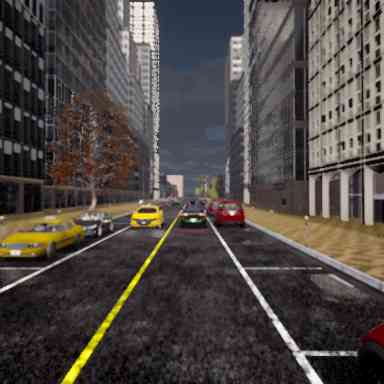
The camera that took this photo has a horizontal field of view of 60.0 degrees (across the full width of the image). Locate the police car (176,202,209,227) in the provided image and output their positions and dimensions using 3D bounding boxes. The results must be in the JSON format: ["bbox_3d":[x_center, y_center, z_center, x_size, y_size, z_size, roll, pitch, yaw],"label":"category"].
[{"bbox_3d":[0.101,1.759,24.982,2.038,1.542,4.974,0,-1,0],"label":"police car"}]

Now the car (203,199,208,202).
[{"bbox_3d":[2.698,1.682,36.063,2.192,1.841,5.009,0,-1,0],"label":"car"}]

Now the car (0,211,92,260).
[{"bbox_3d":[-5.687,1.661,13.134,1.752,1.417,4.829,0,-1,0],"label":"car"}]

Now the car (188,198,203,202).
[{"bbox_3d":[0.105,1.849,41.427,2.033,1.649,4.856,0,-1,0],"label":"car"}]

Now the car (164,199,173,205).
[{"bbox_3d":[-5.679,2.339,81.609,1.887,1.381,4.507,0,-1,0],"label":"car"}]

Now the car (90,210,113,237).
[{"bbox_3d":[-5.686,1.746,18.997,2.008,1.369,4.403,0,-1,0],"label":"car"}]

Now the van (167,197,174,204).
[{"bbox_3d":[-5.677,2.188,87.304,1.690,1.788,3.998,0,-1,0],"label":"van"}]

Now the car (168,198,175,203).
[{"bbox_3d":[-5.678,2.480,92.994,1.802,1.307,4.206,0,-1,0],"label":"car"}]

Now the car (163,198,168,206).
[{"bbox_3d":[-5.681,2.166,58.840,1.802,1.307,4.206,0,-1,0],"label":"car"}]

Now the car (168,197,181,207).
[{"bbox_3d":[-3.006,2.241,65.018,1.895,1.301,4.718,0,-1,0],"label":"car"}]

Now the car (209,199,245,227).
[{"bbox_3d":[2.697,1.569,24.679,2.192,1.841,5.009,0,-1,0],"label":"car"}]

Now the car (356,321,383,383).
[{"bbox_3d":[2.693,1.462,1.910,1.967,1.590,4.097,0,-1,0],"label":"car"}]

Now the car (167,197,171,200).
[{"bbox_3d":[-5.680,2.241,70.226,2.008,1.369,4.403,0,-1,0],"label":"car"}]

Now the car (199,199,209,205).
[{"bbox_3d":[2.701,2.310,75.904,1.947,1.339,4.313,0,-1,0],"label":"car"}]

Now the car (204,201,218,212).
[{"bbox_3d":[2.698,2.004,47.614,1.752,1.417,4.829,0,-1,0],"label":"car"}]

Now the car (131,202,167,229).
[{"bbox_3d":[-3.098,1.722,23.814,1.882,1.535,5.008,0,-1,0],"label":"car"}]

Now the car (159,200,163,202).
[{"bbox_3d":[-5.683,2.042,47.458,1.947,1.339,4.313,0,-1,0],"label":"car"}]
